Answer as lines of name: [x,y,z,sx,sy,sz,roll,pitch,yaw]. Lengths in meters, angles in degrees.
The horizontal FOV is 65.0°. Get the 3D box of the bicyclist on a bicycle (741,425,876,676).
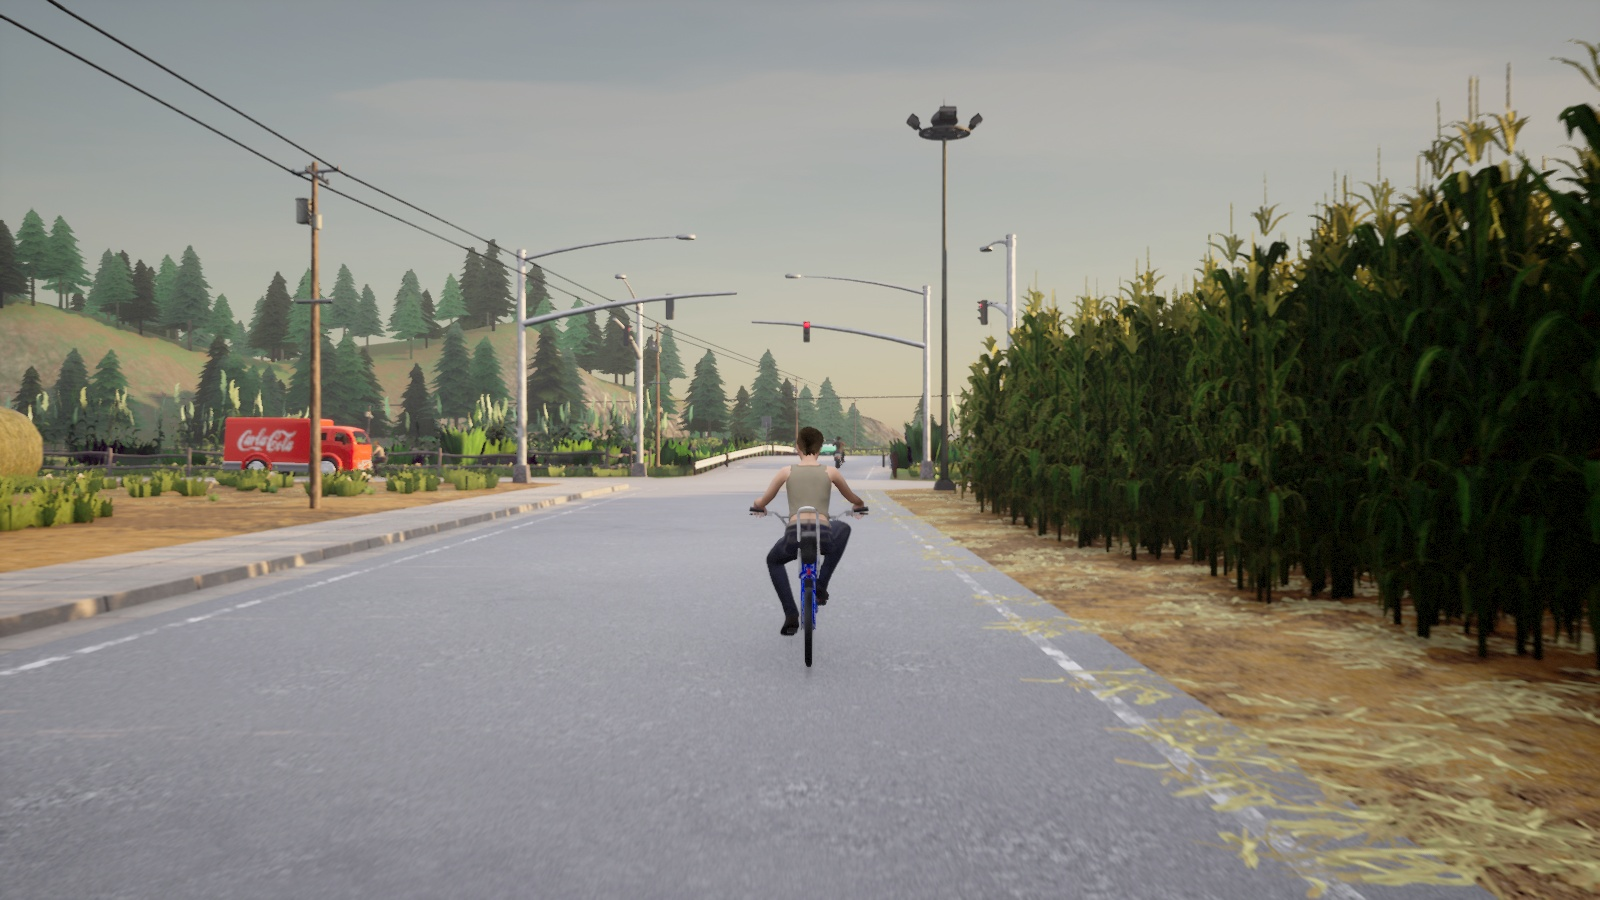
bicyclist on a bicycle: [0.063,0.643,8.810,0.866,1.612,1.509,0,0,1]

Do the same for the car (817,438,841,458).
car: [2.107,-0.129,91.337,1.481,1.376,2.207,0,-2,8]

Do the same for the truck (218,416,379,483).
truck: [-19.528,-0.033,49.092,5.204,2.467,2.627,1,0,3]
